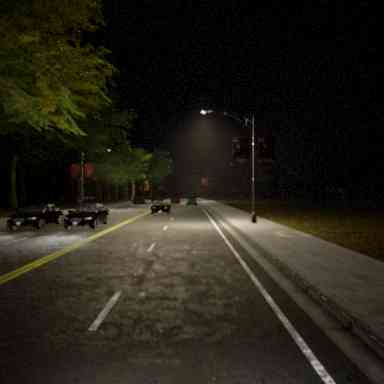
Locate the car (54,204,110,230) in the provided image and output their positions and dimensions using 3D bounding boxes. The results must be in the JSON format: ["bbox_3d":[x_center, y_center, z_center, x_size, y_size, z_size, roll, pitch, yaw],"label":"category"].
[{"bbox_3d":[-6.645,1.515,21.374,2.128,1.511,4.902,0,0,0],"label":"car"}]

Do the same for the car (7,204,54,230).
[{"bbox_3d":[-9.896,1.522,21.378,2.128,1.511,4.902,0,0,0],"label":"car"}]

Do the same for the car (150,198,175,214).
[{"bbox_3d":[-3.234,1.642,35.788,1.895,1.301,4.718,0,0,0],"label":"car"}]

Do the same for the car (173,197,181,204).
[{"bbox_3d":[-3.309,1.700,66.557,1.994,1.385,4.181,0,0,0],"label":"car"}]

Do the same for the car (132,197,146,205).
[{"bbox_3d":[-9.915,1.683,62.510,2.033,1.411,5.357,0,0,0],"label":"car"}]

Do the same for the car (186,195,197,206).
[{"bbox_3d":[-0.036,1.646,57.350,2.033,1.411,5.357,0,0,0],"label":"car"}]
